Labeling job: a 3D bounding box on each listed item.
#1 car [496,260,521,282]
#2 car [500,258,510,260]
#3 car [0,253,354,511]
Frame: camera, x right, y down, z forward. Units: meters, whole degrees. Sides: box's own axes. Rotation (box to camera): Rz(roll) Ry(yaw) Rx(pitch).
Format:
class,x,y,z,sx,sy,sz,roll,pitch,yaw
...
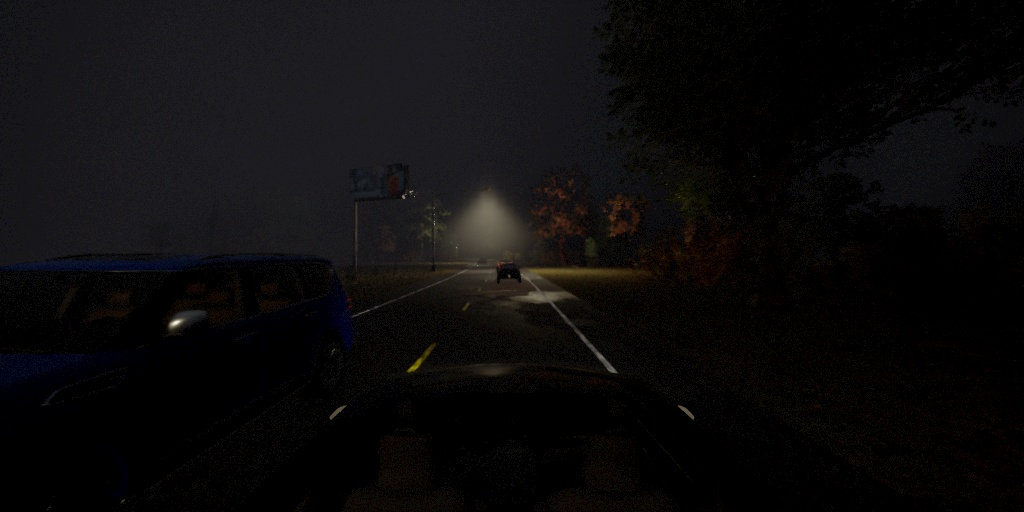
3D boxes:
class,x,y,z,sx,sy,sz,roll,pitch,yaw
car,-0.255,1.276,28.416,1.812,1.442,4.674,0,0,-1
car,-0.932,1.091,47.150,2.097,1.767,4.553,0,0,-2
car,-3.602,0.981,3.565,2.150,2.045,5.566,0,0,-1
